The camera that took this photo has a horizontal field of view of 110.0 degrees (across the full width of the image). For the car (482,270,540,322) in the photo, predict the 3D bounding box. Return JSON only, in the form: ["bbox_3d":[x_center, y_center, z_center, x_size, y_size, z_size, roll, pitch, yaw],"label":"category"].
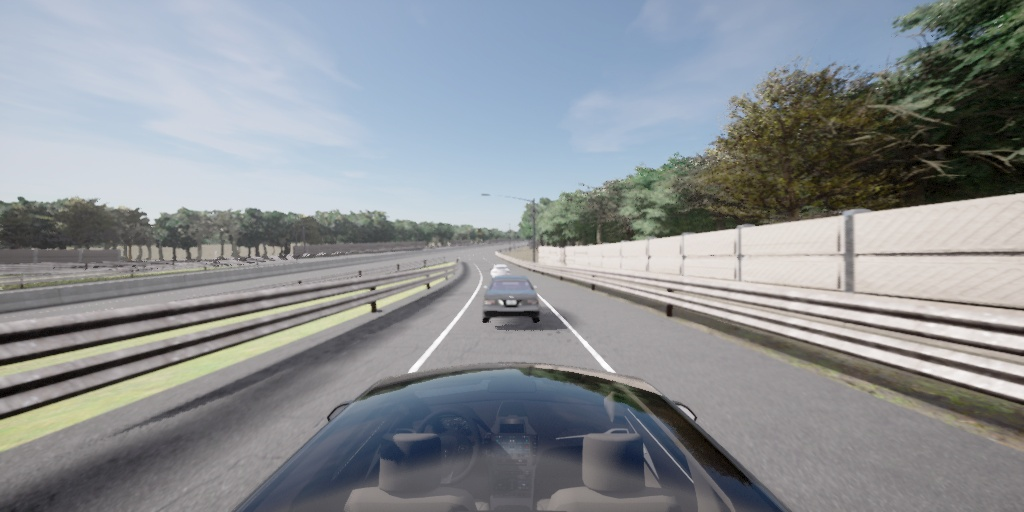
[{"bbox_3d":[-0.065,1.394,12.768,2.033,1.411,5.357,0,0,-1],"label":"car"}]

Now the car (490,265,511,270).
[{"bbox_3d":[-1.040,1.551,33.201,1.812,1.442,4.674,0,-1,-4],"label":"car"}]
